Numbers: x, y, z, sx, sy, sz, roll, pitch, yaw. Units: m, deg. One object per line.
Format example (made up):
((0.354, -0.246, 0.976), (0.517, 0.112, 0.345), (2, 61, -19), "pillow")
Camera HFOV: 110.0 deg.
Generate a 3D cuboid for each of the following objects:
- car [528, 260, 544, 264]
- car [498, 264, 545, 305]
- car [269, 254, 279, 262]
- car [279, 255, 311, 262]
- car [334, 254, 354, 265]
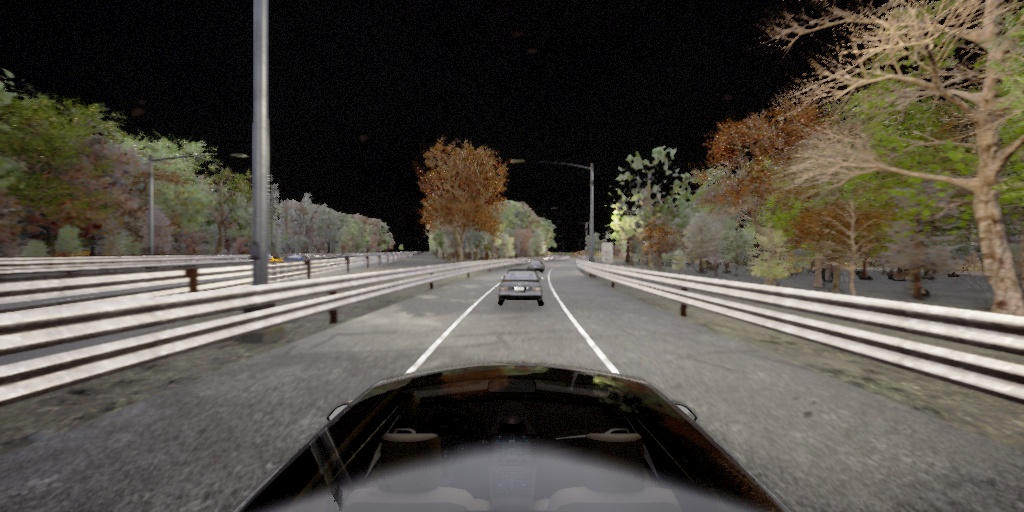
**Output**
((2.871, 1.170, 42.737), (1.994, 1.385, 4.181), (0, 0, 7), "car")
((0.425, 1.255, 15.818), (2.033, 1.411, 5.357), (0, 0, 3), "car")
((-28.872, 0.545, 42.899), (1.882, 1.535, 5.008), (0, 0, -13), "car")
((-24.980, 0.571, 41.963), (1.882, 1.535, 5.008), (0, 1, -15), "car")
((-23.317, 0.542, 49.910), (1.837, 1.490, 4.892), (0, 0, -13), "car")
